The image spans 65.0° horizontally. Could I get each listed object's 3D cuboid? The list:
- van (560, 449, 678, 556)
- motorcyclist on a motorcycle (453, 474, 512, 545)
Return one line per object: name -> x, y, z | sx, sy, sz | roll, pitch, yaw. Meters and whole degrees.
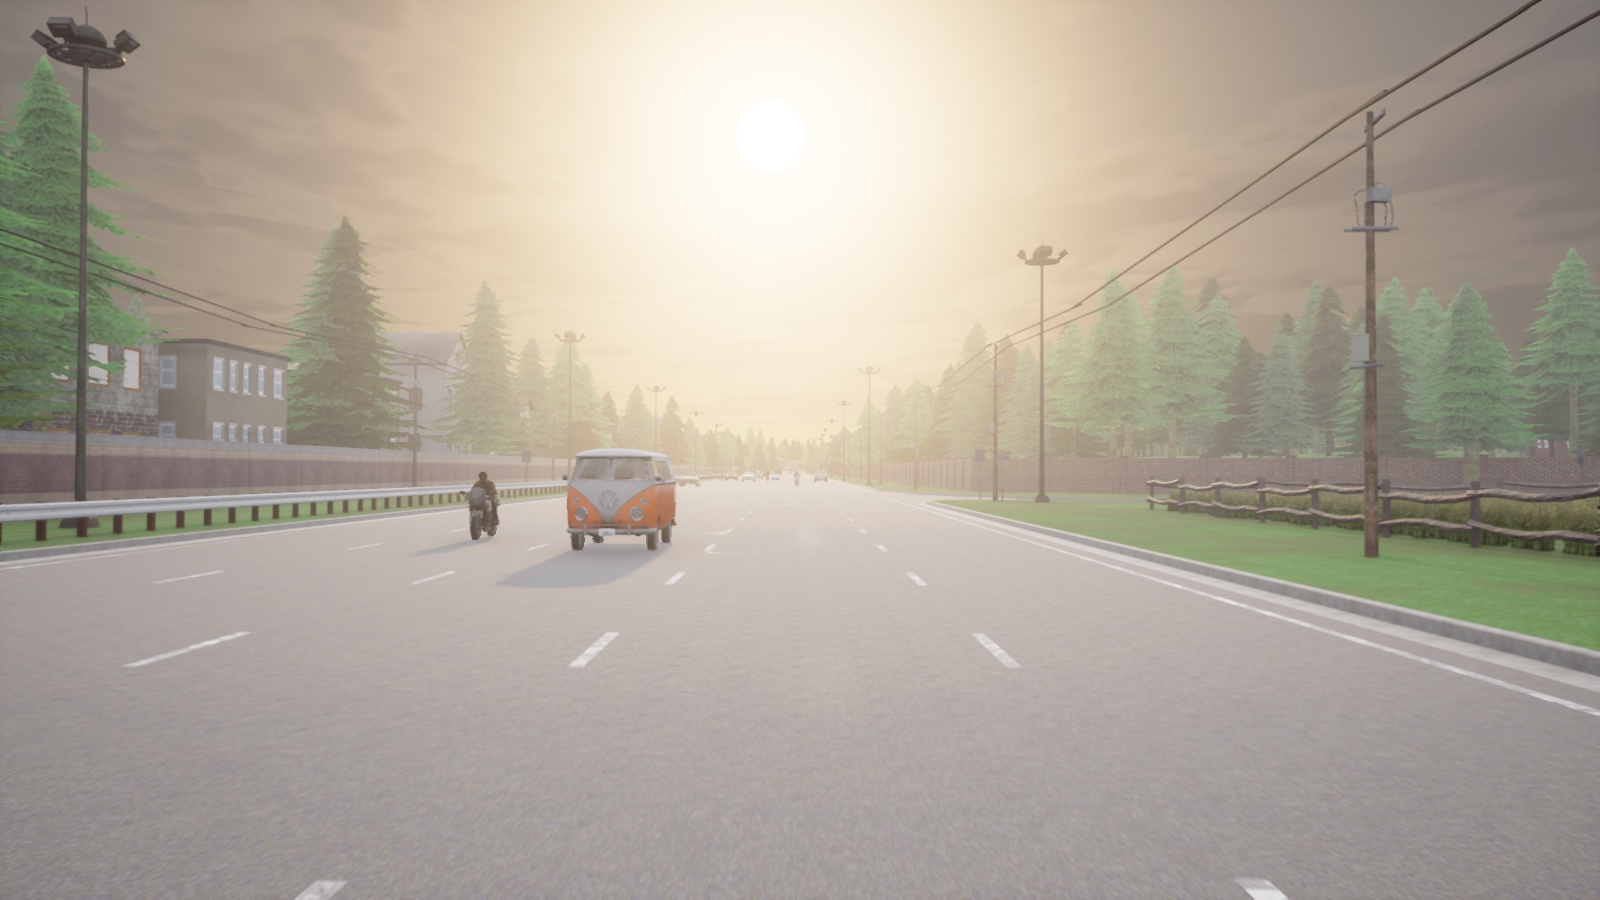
van -> -3.562, 1.007, 25.446 | 1.775, 1.987, 4.442 | 0, -1, 0
motorcyclist on a motorcycle -> -7.067, 1.294, 28.048 | 0.797, 1.523, 2.044 | 0, -1, 0
